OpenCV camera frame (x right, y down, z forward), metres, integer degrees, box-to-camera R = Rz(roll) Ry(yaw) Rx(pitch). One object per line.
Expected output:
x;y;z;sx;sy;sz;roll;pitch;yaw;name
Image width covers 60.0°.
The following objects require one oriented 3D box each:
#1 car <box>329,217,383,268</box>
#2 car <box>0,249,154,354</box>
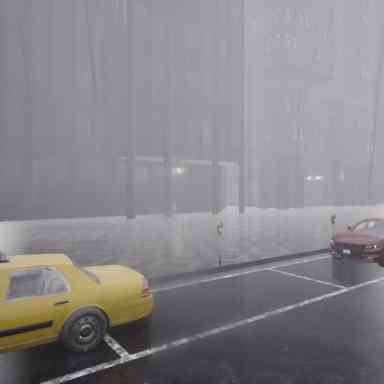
6.468;1.546;11.277;4.507;1.381;1.887;0;0;-36;car
-2.908;1.525;4.574;4.829;1.417;1.752;0;0;-36;car
